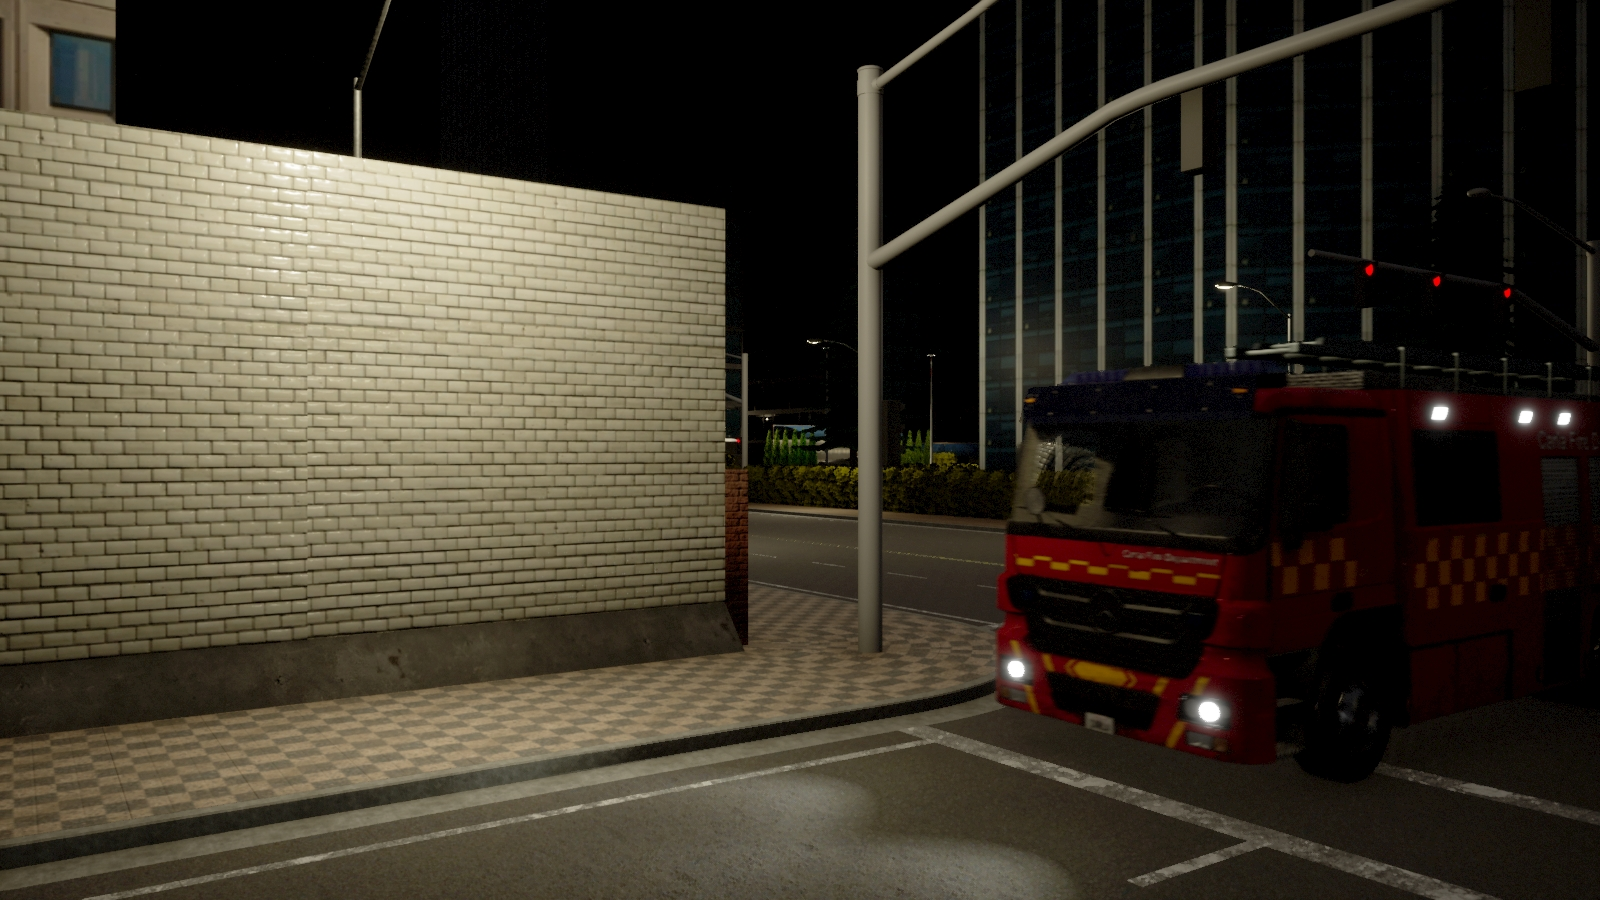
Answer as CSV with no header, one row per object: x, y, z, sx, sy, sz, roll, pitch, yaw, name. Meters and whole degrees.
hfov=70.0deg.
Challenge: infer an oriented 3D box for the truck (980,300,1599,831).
5.991,0.850,11.841,8.468,3.827,2.891,0,0,-35,truck
